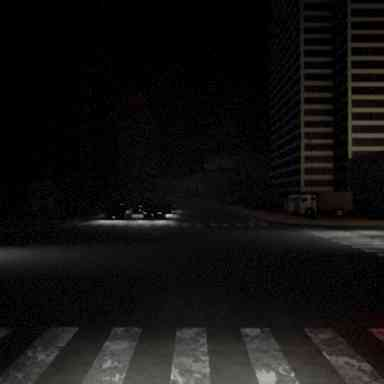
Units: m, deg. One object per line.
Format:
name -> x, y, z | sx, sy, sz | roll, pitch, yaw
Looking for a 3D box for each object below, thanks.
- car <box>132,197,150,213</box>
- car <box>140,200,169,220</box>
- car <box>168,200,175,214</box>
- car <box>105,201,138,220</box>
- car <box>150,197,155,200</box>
car -> -7.076, 1.826, 42.232 | 2.097, 1.767, 4.553 | 0, -1, 0
car -> -3.579, 1.870, 32.484 | 1.837, 1.490, 4.892 | 0, -1, 0
car -> -3.577, 2.029, 41.397 | 1.994, 1.385, 4.181 | 0, -1, 0
car -> -7.081, 1.916, 32.797 | 2.033, 1.411, 5.357 | 0, -1, 0
car -> -7.035, 1.814, 52.780 | 2.150, 2.045, 5.566 | 0, -1, 0
